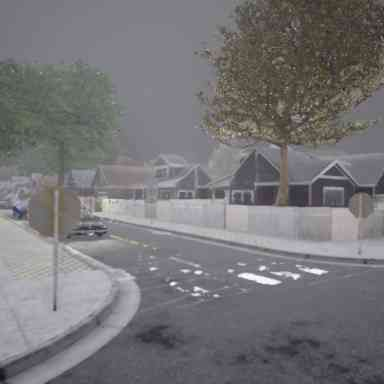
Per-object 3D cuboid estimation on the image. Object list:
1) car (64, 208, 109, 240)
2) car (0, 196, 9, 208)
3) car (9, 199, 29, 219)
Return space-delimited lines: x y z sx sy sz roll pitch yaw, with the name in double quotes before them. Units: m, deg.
"car" -6.192 1.536 17.496 2.033 1.411 5.357 1 0 -36
"car" -23.780 1.466 42.287 1.895 1.301 4.718 1 0 -35
"car" -14.065 1.408 28.527 1.882 1.535 5.008 1 0 -36
